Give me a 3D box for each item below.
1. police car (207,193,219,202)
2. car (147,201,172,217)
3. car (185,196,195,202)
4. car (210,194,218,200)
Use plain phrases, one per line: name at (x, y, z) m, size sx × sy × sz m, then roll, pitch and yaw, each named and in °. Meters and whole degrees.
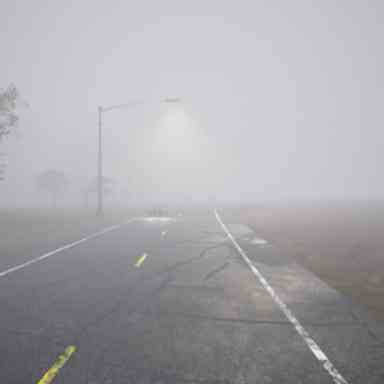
police car at (4.497, 1.402, 75.104) m, size 1.930 × 1.638 × 5.238 m, roll 0°, pitch 0°, yaw 5°
car at (-2.973, 1.560, 31.122) m, size 1.994 × 1.385 × 4.181 m, roll 0°, pitch 0°, yaw 2°
car at (-0.393, 1.529, 71.439) m, size 1.994 × 1.385 × 4.181 m, roll 0°, pitch 0°, yaw 5°
car at (6.105, 1.420, 91.050) m, size 1.801 × 1.575 × 5.366 m, roll 0°, pitch 0°, yaw 6°
